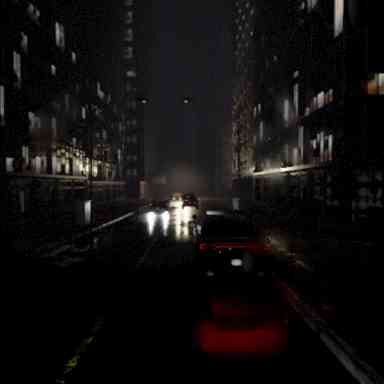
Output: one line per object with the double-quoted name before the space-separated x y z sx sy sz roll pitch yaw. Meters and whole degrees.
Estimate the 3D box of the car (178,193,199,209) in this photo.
"car" -0.226 1.179 37.643 2.033 1.411 5.357 0 0 0

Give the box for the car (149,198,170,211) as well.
"car" -3.382 1.258 34.964 1.895 1.301 4.718 0 1 0

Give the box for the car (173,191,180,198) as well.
"car" -3.679 0.576 84.105 2.097 1.767 4.553 0 1 -1

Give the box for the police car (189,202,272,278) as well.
"police car" 0.967 1.324 9.931 1.930 1.638 5.238 0 1 0

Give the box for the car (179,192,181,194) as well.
"car" -0.388 0.885 48.324 2.097 1.767 4.553 0 0 0
